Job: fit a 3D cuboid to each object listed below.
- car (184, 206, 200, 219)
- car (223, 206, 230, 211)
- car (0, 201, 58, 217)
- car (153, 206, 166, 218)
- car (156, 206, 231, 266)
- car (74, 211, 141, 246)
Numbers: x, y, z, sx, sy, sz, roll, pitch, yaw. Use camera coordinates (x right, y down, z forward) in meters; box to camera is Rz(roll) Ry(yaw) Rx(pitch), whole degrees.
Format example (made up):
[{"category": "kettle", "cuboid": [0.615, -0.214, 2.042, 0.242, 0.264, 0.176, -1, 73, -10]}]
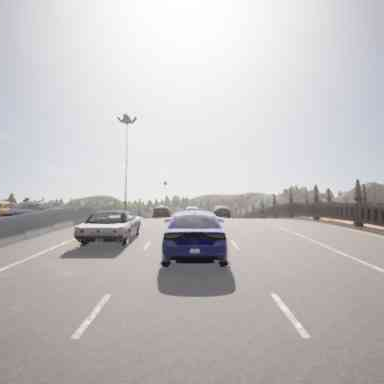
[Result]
[{"category": "car", "cuboid": [0.002, 2.472, 39.809, 1.812, 1.442, 4.674, 0, -6, 0]}, {"category": "car", "cuboid": [3.502, 2.444, 39.783, 1.837, 1.490, 4.892, 0, -6, 0]}, {"category": "car", "cuboid": [-10.581, 1.384, 21.963, 1.882, 1.535, 5.008, 0, -1, 0]}, {"category": "car", "cuboid": [-3.497, 2.417, 39.724, 1.882, 1.535, 5.008, 0, -6, 0]}, {"category": "car", "cuboid": [0.073, 1.368, 11.184, 1.882, 1.535, 5.008, 0, 1, 0]}, {"category": "car", "cuboid": [-3.436, 1.462, 14.498, 1.895, 1.301, 4.718, 0, 0, 0]}]
